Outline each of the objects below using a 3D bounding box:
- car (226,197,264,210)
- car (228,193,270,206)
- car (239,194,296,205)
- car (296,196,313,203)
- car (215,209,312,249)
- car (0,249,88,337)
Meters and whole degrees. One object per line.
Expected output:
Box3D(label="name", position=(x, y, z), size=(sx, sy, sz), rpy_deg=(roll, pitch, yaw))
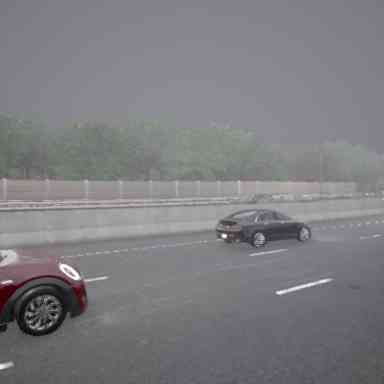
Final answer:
Box3D(label="car", position=(6.900, 1.396, 43.169), size=(4.892, 1.490, 1.837), rpy_deg=(-1, 0, -35))
Box3D(label="car", position=(6.385, 1.170, 34.252), size=(5.566, 2.045, 2.150), rpy_deg=(0, 0, -35))
Box3D(label="car", position=(6.892, 1.312, 30.325), size=(4.553, 1.767, 2.097), rpy_deg=(-1, 0, -35))
Box3D(label="car", position=(13.916, 1.299, 43.817), size=(4.902, 1.511, 2.128), rpy_deg=(-1, 1, -35))
Box3D(label="car", position=(3.261, 1.501, 14.651), size=(4.892, 1.490, 1.837), rpy_deg=(0, 0, -35))
Box3D(label="car", position=(-4.044, 1.351, 5.159), size=(4.553, 1.767, 2.097), rpy_deg=(0, 0, -36))
